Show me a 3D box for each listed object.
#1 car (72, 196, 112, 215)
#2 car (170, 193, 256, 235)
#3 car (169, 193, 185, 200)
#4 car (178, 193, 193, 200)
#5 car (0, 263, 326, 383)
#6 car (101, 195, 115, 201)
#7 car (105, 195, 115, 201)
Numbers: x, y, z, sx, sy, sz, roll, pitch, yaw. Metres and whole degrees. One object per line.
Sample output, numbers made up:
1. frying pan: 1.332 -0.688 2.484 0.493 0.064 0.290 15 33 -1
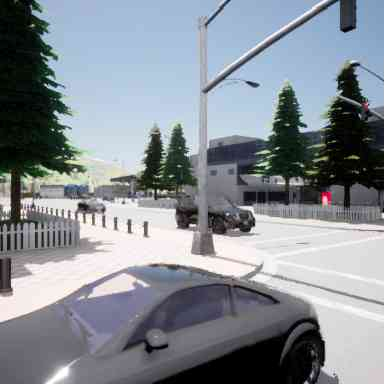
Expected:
1. car: -10.645 1.508 35.053 2.128 1.511 4.902 0 0 -37
2. car: 1.142 1.236 19.369 2.150 2.045 5.566 0 0 -36
3. car: -3.867 1.113 85.969 1.932 1.855 4.605 0 0 -37
4. car: -1.777 1.092 88.029 1.905 1.878 3.866 0 0 -37
5. car: -0.455 1.564 3.596 4.181 1.385 1.994 0 0 -35
6. car: -20.905 1.400 82.760 1.970 1.475 3.806 0 0 -37
7. car: -18.885 1.389 75.023 1.845 1.501 3.633 0 0 -37
